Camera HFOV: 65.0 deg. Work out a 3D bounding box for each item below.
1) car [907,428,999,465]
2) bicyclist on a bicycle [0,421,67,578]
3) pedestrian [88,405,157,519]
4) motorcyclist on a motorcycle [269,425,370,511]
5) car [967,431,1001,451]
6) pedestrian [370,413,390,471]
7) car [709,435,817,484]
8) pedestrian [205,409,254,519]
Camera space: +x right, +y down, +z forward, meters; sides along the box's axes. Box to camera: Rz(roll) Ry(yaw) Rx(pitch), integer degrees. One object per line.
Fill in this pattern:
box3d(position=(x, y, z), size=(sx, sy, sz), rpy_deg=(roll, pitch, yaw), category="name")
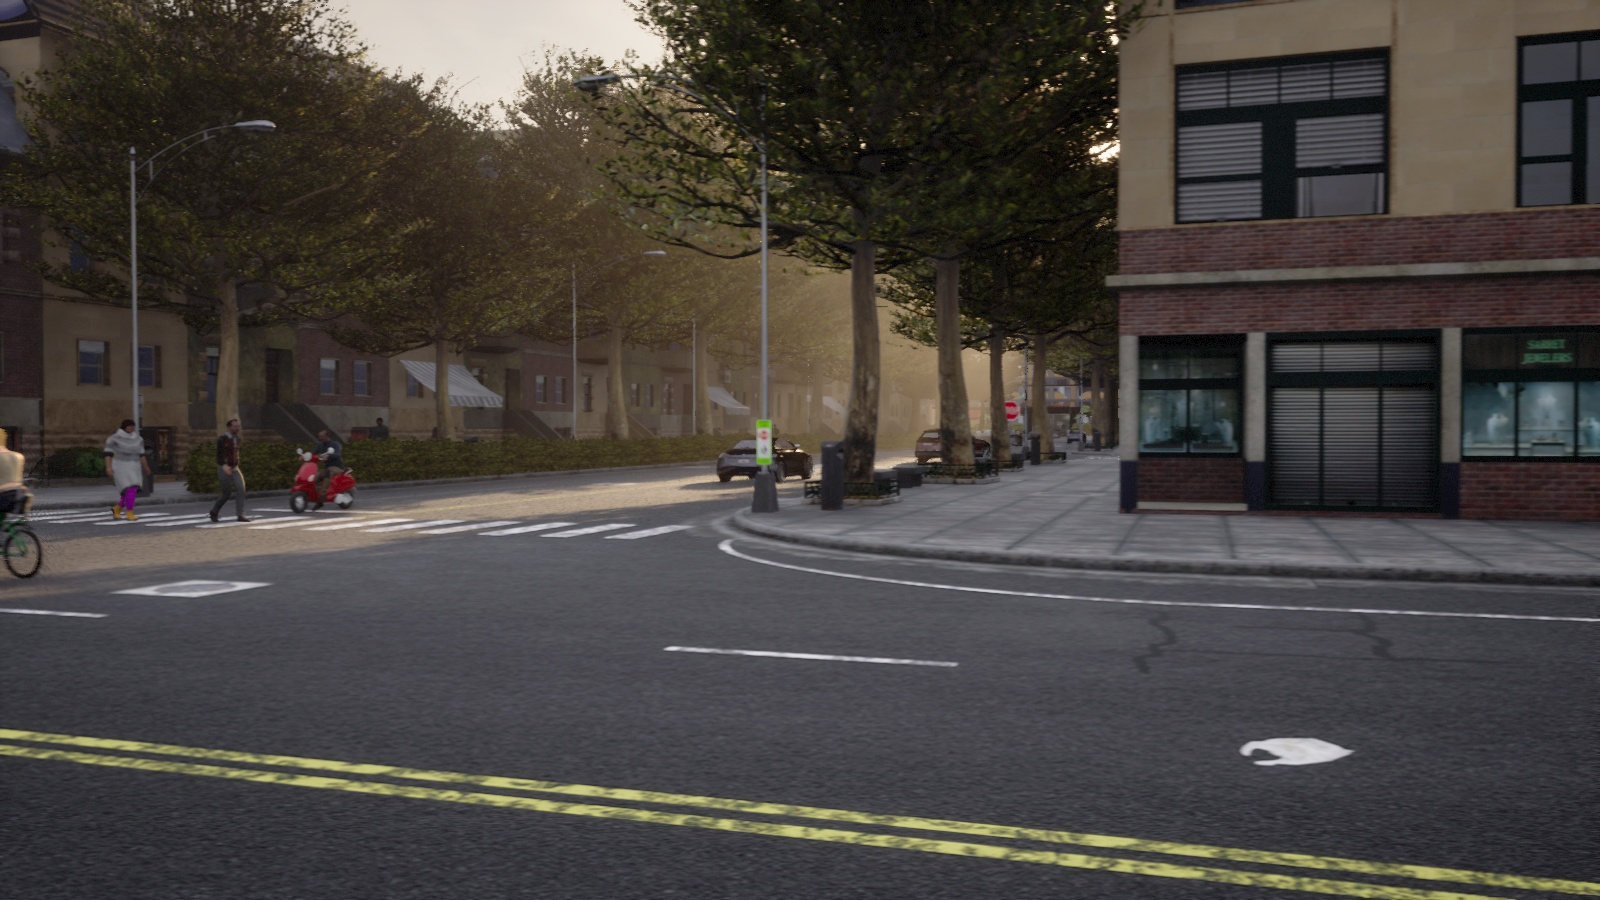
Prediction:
box3d(position=(7.242, -0.180, 59.119), size=(2.033, 1.649, 4.856), rpy_deg=(1, 1, 39), category="car")
box3d(position=(-8.786, 0.492, 13.419), size=(1.509, 1.612, 0.866), rpy_deg=(1, 1, 18), category="bicyclist on a bicycle")
box3d(position=(-11.847, 0.204, 21.966), size=(0.873, 1.952, 0.659), rpy_deg=(1, 1, 25), category="pedestrian")
box3d(position=(-9.304, 0.325, 24.380), size=(0.866, 1.590, 1.817), rpy_deg=(1, 1, 19), category="motorcyclist on a motorcycle")
box3d(position=(14.352, -0.702, 97.678), size=(1.837, 1.490, 4.892), rpy_deg=(1, 1, 18), category="car")
box3d(position=(-13.556, -0.261, 40.519), size=(0.353, 1.847, 0.614), rpy_deg=(1, 1, 12), category="pedestrian")
box3d(position=(-1.060, 0.249, 38.466), size=(1.994, 1.385, 4.181), rpy_deg=(1, 1, 18), category="car")
box3d(position=(-9.713, 0.226, 21.380), size=(0.720, 1.854, 0.376), rpy_deg=(1, 1, 25), category="pedestrian")
